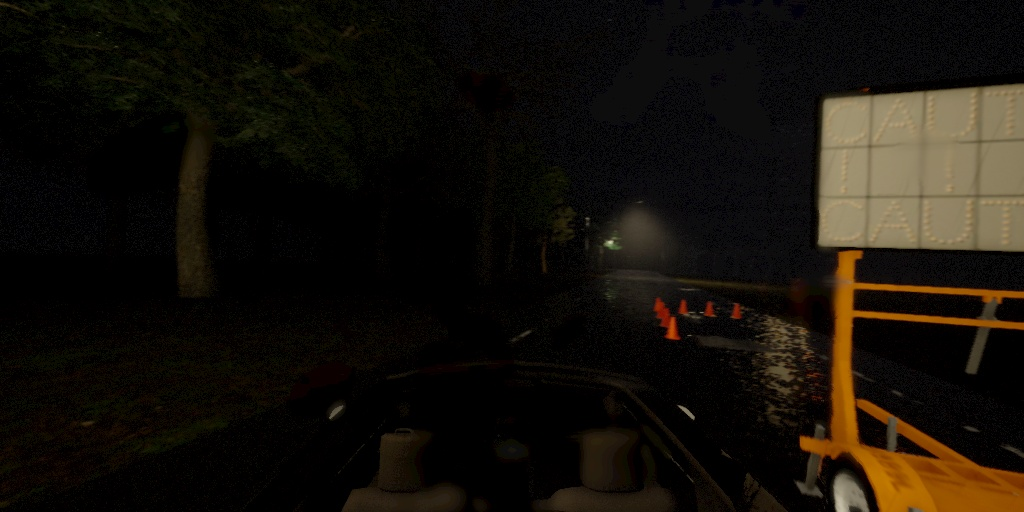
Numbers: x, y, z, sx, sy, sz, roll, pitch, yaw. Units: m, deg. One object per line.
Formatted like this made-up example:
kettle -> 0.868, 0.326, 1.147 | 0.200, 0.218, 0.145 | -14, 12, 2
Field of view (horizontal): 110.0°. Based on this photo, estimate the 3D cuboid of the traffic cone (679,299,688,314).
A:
traffic cone -> 7.320, 2.150, 15.351 | 0.340, 0.580, 0.340 | 0, 0, 19

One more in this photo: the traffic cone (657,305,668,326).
traffic cone -> 5.098, 2.024, 11.879 | 0.340, 0.580, 0.340 | 0, 0, 19

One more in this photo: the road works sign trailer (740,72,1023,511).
road works sign trailer -> 3.637, 0.399, 2.876 | 2.380, 3.560, 2.880 | 0, 0, 19

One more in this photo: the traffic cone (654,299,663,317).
traffic cone -> 5.736, 2.066, 13.775 | 0.340, 0.580, 0.340 | 0, 0, 19

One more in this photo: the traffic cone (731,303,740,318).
traffic cone -> 9.213, 2.235, 14.711 | 0.340, 0.580, 0.340 | 0, 0, 19

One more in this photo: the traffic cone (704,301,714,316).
traffic cone -> 8.267, 2.192, 15.031 | 0.340, 0.580, 0.340 | 0, 0, 19

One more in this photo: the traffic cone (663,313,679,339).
traffic cone -> 4.460, 1.981, 9.984 | 0.340, 0.580, 0.340 | 0, 0, 19
